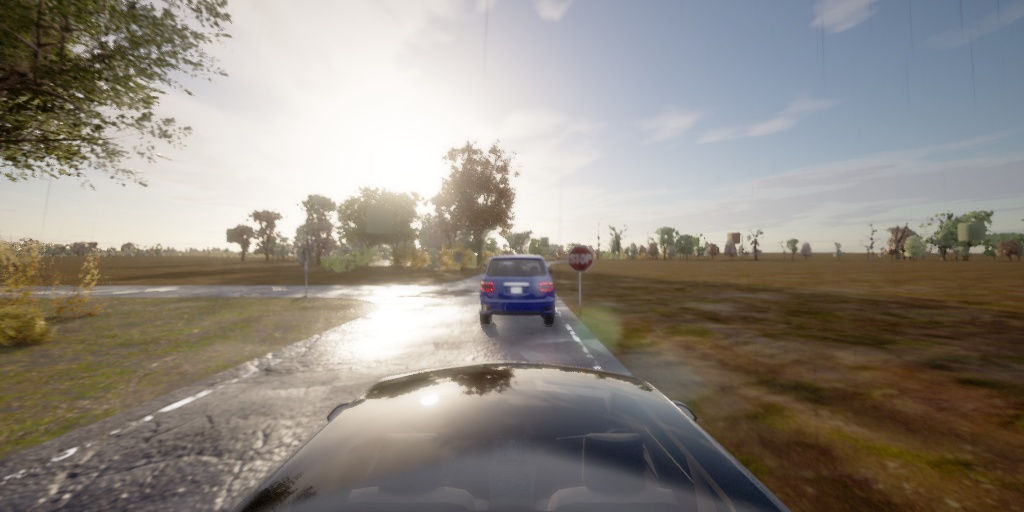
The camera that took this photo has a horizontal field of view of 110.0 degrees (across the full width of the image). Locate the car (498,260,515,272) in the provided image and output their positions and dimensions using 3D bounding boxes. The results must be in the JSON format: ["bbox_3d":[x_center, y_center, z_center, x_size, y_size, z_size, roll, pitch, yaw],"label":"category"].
[{"bbox_3d":[-0.721,1.305,48.815,1.812,1.442,4.674,0,0,6],"label":"car"}]

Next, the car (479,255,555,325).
[{"bbox_3d":[0.201,0.979,11.963,2.150,2.045,5.566,0,0,2],"label":"car"}]
